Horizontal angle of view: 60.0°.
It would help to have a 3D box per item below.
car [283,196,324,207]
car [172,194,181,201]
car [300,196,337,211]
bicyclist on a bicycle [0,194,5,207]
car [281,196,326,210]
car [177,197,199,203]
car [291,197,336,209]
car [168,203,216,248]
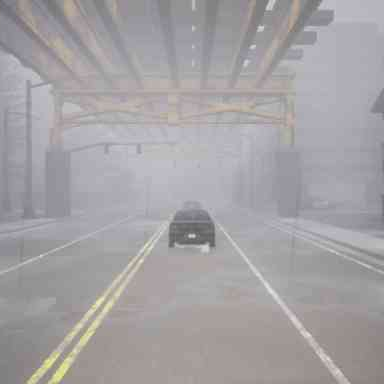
[{"bbox_3d":[13.636,1.148,40.592,4.536,1.218,1.853,0,0,25],"label":"car"},{"bbox_3d":[-3.500,1.225,74.521,2.128,1.511,4.902,0,0,0],"label":"car"},{"bbox_3d":[13.262,1.323,36.455,4.974,1.542,2.038,0,0,-20],"label":"car"},{"bbox_3d":[-25.262,1.138,44.530,0.582,1.620,1.656,0,0,0],"label":"bicyclist on a bicycle"},{"bbox_3d":[13.589,1.305,40.614,4.974,1.542,2.038,0,0,25],"label":"car"},{"bbox_3d":[0.000,1.464,29.687,2.033,1.411,5.357,0,0,0],"label":"car"},{"bbox_3d":[13.311,1.166,36.472,4.536,1.218,1.853,0,0,-20],"label":"car"},{"bbox_3d":[0.000,1.451,14.687,1.882,1.535,5.008,0,0,0],"label":"car"}]
